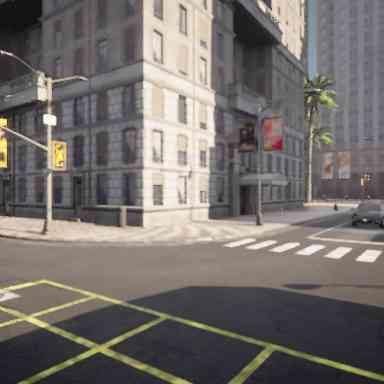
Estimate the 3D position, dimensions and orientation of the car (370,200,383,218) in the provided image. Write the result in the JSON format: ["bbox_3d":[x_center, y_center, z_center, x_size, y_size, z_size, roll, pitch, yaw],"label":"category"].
[{"bbox_3d":[18.115,1.545,30.898,2.033,1.411,5.357,0,0,36],"label":"car"}]

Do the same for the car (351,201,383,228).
[{"bbox_3d":[12.089,1.503,22.517,1.837,1.490,4.892,0,0,36],"label":"car"}]
